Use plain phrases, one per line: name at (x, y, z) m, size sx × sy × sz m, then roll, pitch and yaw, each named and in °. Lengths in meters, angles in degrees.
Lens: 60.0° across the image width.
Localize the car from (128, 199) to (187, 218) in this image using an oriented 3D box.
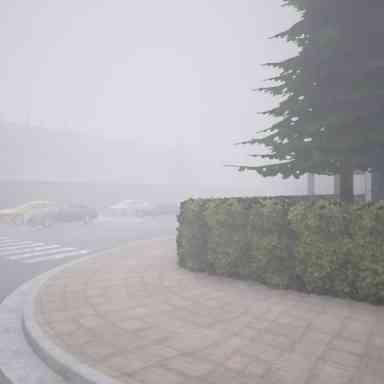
car at (-2.779, 1.492, 29.627) m, size 2.033 × 1.411 × 5.357 m, roll 0°, pitch 0°, yaw 35°

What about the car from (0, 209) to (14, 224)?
car at (-11.225, 1.422, 23.795) m, size 1.882 × 1.535 × 5.008 m, roll 0°, pitch 0°, yaw 35°

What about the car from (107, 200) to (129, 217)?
car at (-5.853, 1.470, 31.319) m, size 1.812 × 1.442 × 4.674 m, roll 0°, pitch 0°, yaw 35°

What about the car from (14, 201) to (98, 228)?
car at (-8.434, 1.436, 21.689) m, size 2.128 × 1.511 × 4.902 m, roll 0°, pitch 0°, yaw 35°

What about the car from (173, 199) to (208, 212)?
car at (-0.130, 1.508, 39.352) m, size 1.994 × 1.385 × 4.181 m, roll 0°, pitch 0°, yaw 37°
